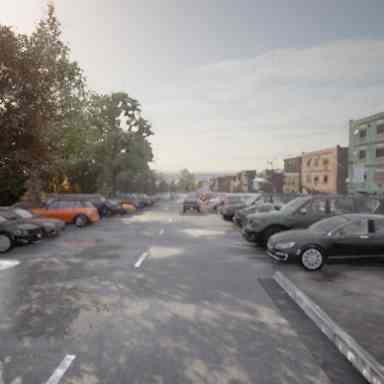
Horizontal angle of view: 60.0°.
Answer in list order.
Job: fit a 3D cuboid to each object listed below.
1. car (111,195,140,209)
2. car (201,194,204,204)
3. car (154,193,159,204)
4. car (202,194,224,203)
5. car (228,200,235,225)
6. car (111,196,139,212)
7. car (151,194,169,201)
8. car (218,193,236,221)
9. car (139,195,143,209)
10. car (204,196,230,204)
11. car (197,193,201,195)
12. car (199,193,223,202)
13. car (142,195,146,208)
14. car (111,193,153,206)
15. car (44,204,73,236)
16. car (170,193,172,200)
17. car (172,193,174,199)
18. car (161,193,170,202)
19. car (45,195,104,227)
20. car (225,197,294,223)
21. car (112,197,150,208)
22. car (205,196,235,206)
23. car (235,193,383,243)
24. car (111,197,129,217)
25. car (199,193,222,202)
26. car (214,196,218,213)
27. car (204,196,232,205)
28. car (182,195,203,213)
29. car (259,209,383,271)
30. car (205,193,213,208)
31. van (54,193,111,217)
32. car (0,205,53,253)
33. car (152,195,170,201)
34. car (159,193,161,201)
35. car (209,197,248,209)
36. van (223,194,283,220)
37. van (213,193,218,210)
[{"bbox_3d":[-8.378,1.401,35.009,5.008,1.535,2.097,0,0,0],"label":"car"},{"bbox_3d":[4.465,1.437,51.976,5.366,1.575,1.946,0,0,0],"label":"car"},{"bbox_3d":[-8.400,1.190,51.719,5.566,2.045,2.435,0,0,0],"label":"car"},{"bbox_3d":[4.566,1.403,71.600,4.553,1.767,2.185,0,0,0],"label":"car"},{"bbox_3d":[4.724,1.386,18.340,4.892,1.521,2.231,0,0,0],"label":"car"},{"bbox_3d":[-8.191,1.395,32.224,5.366,1.575,1.946,0,0,0],"label":"car"},{"bbox_3d":[-8.558,1.479,87.930,4.553,1.767,2.185,0,0,0],"label":"car"},{"bbox_3d":[4.698,1.134,21.145,5.566,2.045,2.435,0,0,0],"label":"car"},{"bbox_3d":[-8.361,1.435,37.794,4.792,1.488,2.163,0,0,0],"label":"car"},{"bbox_3d":[4.649,1.520,63.190,4.792,1.488,2.163,0,0,0],"label":"car"},{"bbox_3d":[-0.064,1.299,48.673,2.097,1.767,4.553,0,0,0],"label":"car"},{"bbox_3d":[4.602,1.315,80.010,5.566,2.045,2.435,0,0,0],"label":"car"},{"bbox_3d":[-8.427,1.438,40.579,4.792,1.488,2.163,0,0,0],"label":"car"},{"bbox_3d":[-8.378,1.163,43.363,5.566,2.045,2.435,0,0,0],"label":"car"},{"bbox_3d":[-8.348,1.432,15.517,4.674,1.452,2.002,0,0,0],"label":"car"},{"bbox_3d":[-8.327,1.577,82.379,5.366,1.575,1.946,0,0,0],"label":"car"},{"bbox_3d":[-8.571,1.379,93.483,5.566,2.045,2.435,0,0,0],"label":"car"},{"bbox_3d":[-8.510,1.568,79.602,4.892,1.521,2.231,0,0,0],"label":"car"},{"bbox_3d":[-8.322,1.261,21.086,4.553,1.767,2.185,0,0,0],"label":"car"},{"bbox_3d":[4.753,1.259,23.946,4.553,1.767,2.185,0,0,0],"label":"car"},{"bbox_3d":[-8.408,1.422,46.149,5.008,1.535,2.097,0,0,0],"label":"car"},{"bbox_3d":[4.614,1.482,54.780,4.792,1.488,2.163,0,0,0],"label":"car"},{"bbox_3d":[4.708,1.147,12.735,5.566,2.045,2.435,0,0,0],"label":"car"},{"bbox_3d":[-8.367,1.434,29.438,4.674,1.452,2.002,0,0,0],"label":"car"},{"bbox_3d":[4.595,1.328,82.814,5.566,2.045,2.435,0,0,0],"label":"car"},{"bbox_3d":[4.716,1.393,29.554,4.892,1.521,2.231,0,0,0],"label":"car"},{"bbox_3d":[4.657,1.508,60.387,4.792,1.488,2.163,0,0,0],"label":"car"},{"bbox_3d":[-0.052,1.426,36.277,1.837,1.490,4.892,0,0,0],"label":"car"},{"bbox_3d":[4.744,1.411,9.935,4.892,1.521,2.231,0,0,0],"label":"car"},{"bbox_3d":[4.660,1.152,37.964,5.566,2.045,2.435,0,0,0],"label":"car"},{"bbox_3d":[-8.474,1.161,23.866,4.442,1.987,1.878,0,0,0],"label":"van"},{"bbox_3d":[-8.349,1.399,12.730,5.008,1.535,2.097,0,0,0],"label":"car"},{"bbox_3d":[-8.506,1.647,90.706,4.792,1.488,2.163,0,0,0],"label":"car"},{"bbox_3d":[-8.408,1.202,54.380,5.566,2.045,2.435,0,0,0],"label":"car"},{"bbox_3d":[4.702,1.442,43.569,4.792,1.488,2.163,0,0,0],"label":"car"},{"bbox_3d":[4.832,1.163,26.751,4.442,1.987,1.878,0,0,0],"label":"van"},{"bbox_3d":[4.587,1.170,32.357,4.442,1.987,1.878,0,0,0],"label":"van"}]
